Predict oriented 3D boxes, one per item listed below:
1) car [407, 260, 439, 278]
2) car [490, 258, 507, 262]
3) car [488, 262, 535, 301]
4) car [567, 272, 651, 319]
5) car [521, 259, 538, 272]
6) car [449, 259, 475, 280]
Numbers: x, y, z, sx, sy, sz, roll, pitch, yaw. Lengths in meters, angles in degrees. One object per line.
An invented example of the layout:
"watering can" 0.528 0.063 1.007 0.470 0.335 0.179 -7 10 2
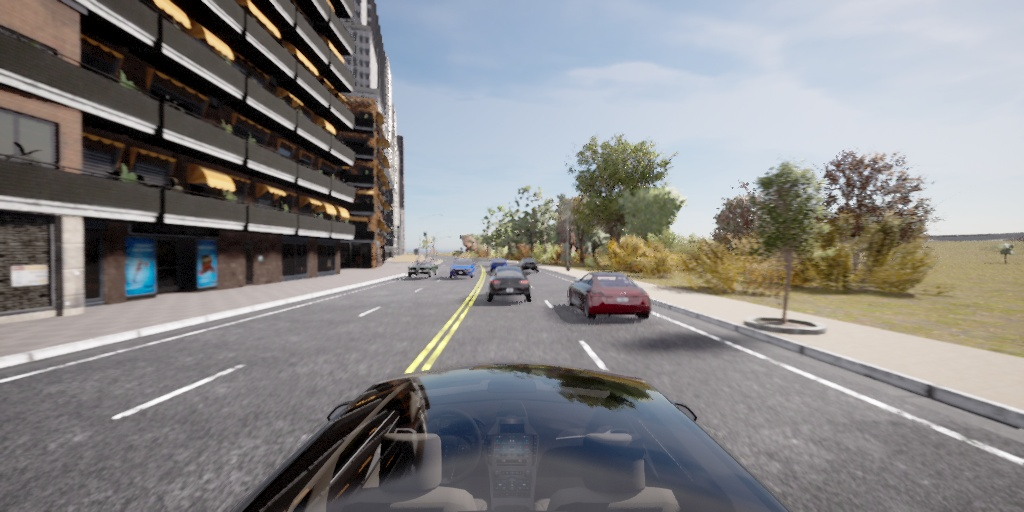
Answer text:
"car" -7.317 1.015 29.700 1.895 1.301 4.718 0 0 -3
"car" -1.534 1.004 41.277 1.882 1.535 5.008 0 0 -5
"car" -0.154 1.194 16.645 1.812 1.442 4.674 0 0 -2
"car" 3.207 1.245 12.556 1.994 1.385 4.181 0 0 -1
"car" 1.792 1.027 40.466 1.837 1.490 4.892 0 0 -4
"car" -4.074 0.999 29.920 1.882 1.535 5.008 0 0 -3
